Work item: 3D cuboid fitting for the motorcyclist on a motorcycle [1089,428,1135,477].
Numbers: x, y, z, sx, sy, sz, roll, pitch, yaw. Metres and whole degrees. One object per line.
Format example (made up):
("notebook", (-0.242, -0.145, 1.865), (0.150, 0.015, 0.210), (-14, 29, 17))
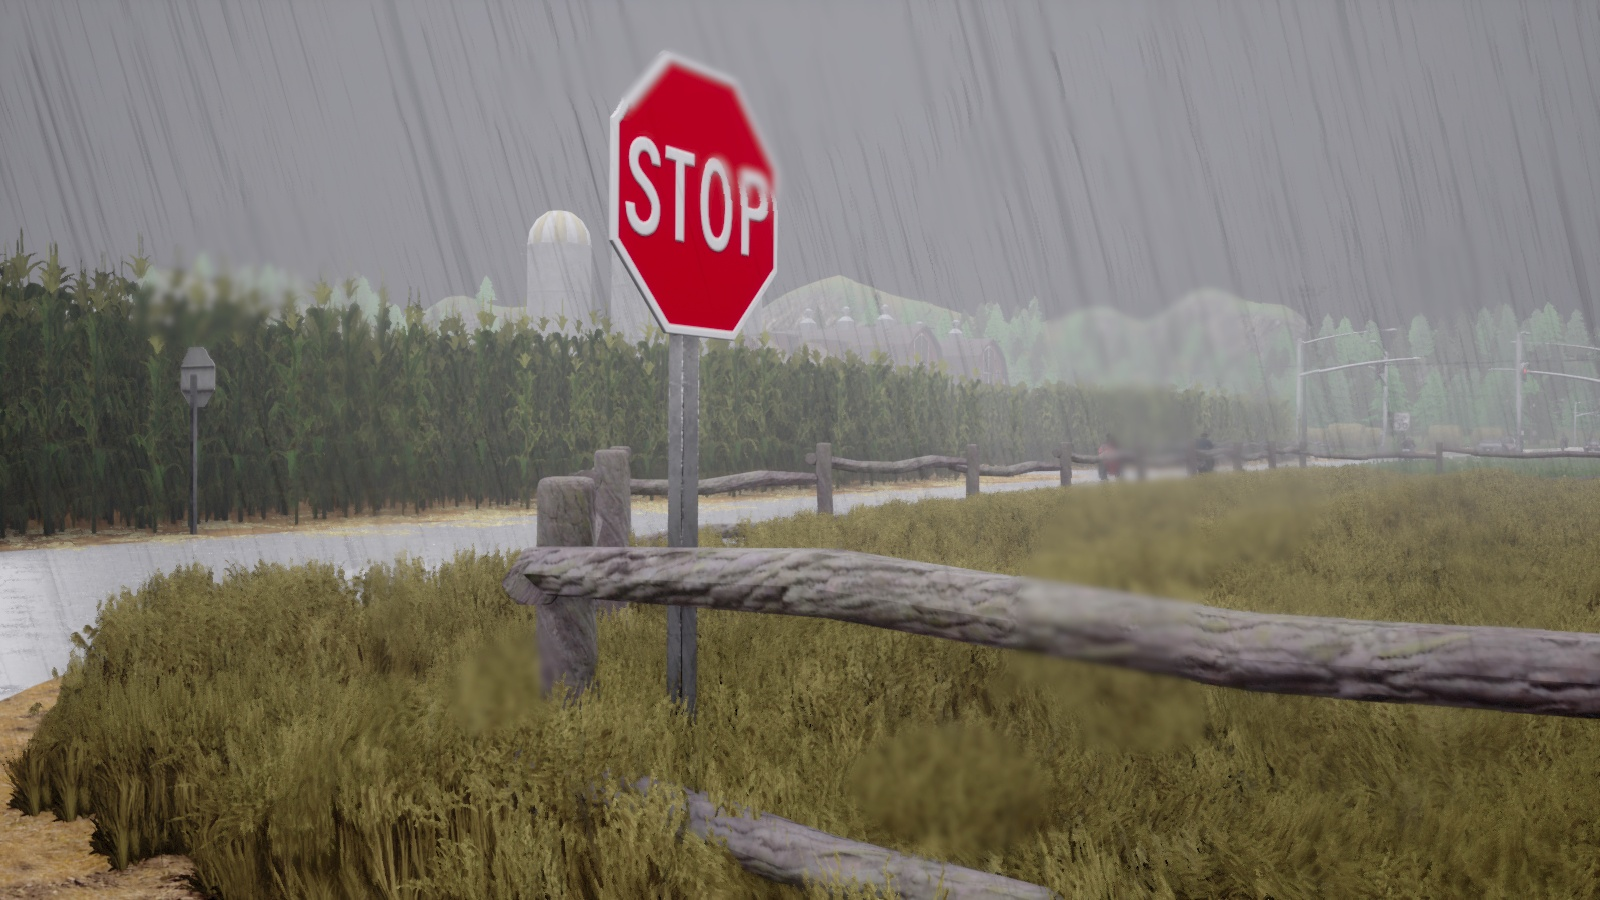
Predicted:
("motorcyclist on a motorcycle", (9.990, 0.074, 40.190), (0.797, 1.523, 2.044), (0, 1, 33))

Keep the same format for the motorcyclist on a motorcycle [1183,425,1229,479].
("motorcyclist on a motorcycle", (12.323, 0.053, 38.099), (0.866, 1.590, 1.817), (0, 1, 33))
